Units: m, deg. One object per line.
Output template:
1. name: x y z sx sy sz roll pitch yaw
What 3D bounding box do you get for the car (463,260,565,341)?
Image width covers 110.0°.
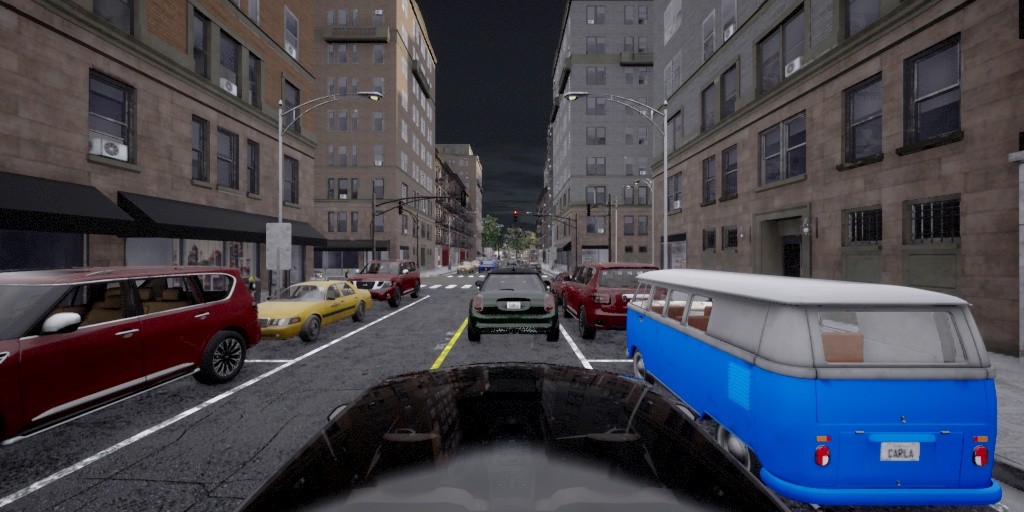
1. car: 0.023 1.102 10.001 2.097 1.767 4.553 0 0 0

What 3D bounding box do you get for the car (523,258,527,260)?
1. car: 2.584 1.299 42.652 2.007 1.370 4.403 0 0 0

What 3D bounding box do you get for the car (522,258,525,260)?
1. car: 2.576 1.294 48.133 1.888 1.381 4.507 0 0 0

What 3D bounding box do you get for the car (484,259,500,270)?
1. car: -2.909 1.241 52.854 2.128 1.511 4.902 0 0 0

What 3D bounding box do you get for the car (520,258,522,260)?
1. car: 2.569 1.300 53.615 2.007 1.370 4.403 0 0 0

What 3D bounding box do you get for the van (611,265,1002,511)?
1. van: 2.635 1.091 4.285 1.690 1.789 3.998 0 0 0

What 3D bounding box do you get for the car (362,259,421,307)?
1. car: -5.418 1.064 15.633 2.192 1.841 5.009 0 0 0

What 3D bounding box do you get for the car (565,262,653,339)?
1. car: 2.627 1.065 9.964 2.192 1.841 5.009 0 0 0

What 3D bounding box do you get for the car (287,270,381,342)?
1. car: -5.410 1.275 9.784 1.751 1.417 4.829 0 0 0

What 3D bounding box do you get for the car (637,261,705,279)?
1. car: 13.593 1.172 30.811 4.902 1.511 2.128 0 0 0

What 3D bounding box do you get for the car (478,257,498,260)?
1. car: -2.898 1.227 42.887 1.882 1.535 5.008 0 0 0

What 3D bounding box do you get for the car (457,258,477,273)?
1. car: -5.469 1.274 42.471 1.751 1.417 4.829 0 0 0

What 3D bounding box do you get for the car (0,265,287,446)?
1. car: -5.401 1.065 4.277 2.192 1.841 5.009 0 0 0
